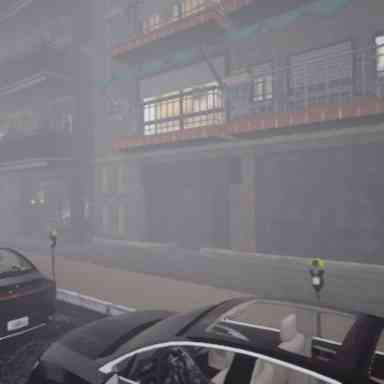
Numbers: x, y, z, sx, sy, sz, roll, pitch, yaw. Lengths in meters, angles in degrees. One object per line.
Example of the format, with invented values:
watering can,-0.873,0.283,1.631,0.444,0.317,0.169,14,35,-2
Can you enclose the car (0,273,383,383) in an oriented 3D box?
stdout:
car,0.456,1.556,2.561,4.403,1.369,2.008,0,-1,35

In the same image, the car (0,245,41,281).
car,-4.161,1.587,5.853,4.403,1.369,2.008,0,-1,35
